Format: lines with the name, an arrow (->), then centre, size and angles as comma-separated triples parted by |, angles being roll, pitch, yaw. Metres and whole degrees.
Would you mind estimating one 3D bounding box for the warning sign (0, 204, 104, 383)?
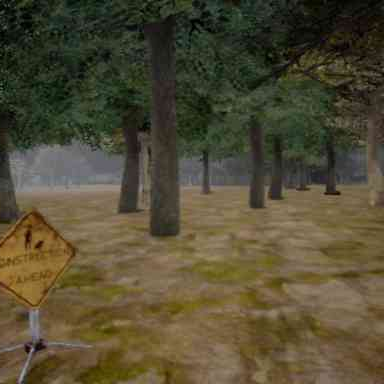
warning sign -> -2.013, 1.119, 4.211 | 1.060, 1.860, 1.300 | -2, 0, 35
